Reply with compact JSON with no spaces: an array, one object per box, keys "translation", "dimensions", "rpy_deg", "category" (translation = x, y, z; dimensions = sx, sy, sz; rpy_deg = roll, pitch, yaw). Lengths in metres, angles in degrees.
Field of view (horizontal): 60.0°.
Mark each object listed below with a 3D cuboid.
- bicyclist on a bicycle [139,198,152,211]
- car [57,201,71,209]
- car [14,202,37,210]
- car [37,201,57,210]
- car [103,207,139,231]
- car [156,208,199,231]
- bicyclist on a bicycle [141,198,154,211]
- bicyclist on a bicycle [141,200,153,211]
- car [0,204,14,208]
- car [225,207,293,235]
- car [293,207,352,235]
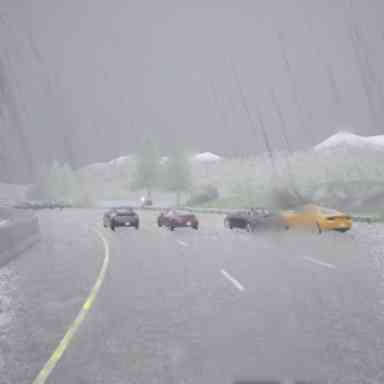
[{"translation":[-7.450,2.043,53.559],"dimensions":[0.582,1.620,1.656],"rpy_deg":[0,-24,44],"category":"bicyclist on a bicycle"},{"translation":[-24.597,2.468,62.856],"dimensions":[4.902,1.511,2.128],"rpy_deg":[-1,-1,44],"category":"car"},{"translation":[-29.436,2.479,57.798],"dimensions":[4.902,1.511,2.128],"rpy_deg":[-1,-1,44],"category":"car"},{"translation":[-26.996,2.363,60.308],"dimensions":[4.553,1.767,2.097],"rpy_deg":[-1,-1,44],"category":"car"},{"translation":[-5.029,1.823,23.227],"dimensions":[2.128,1.511,4.902],"rpy_deg":[0,-1,-23],"category":"car"},{"translation":[-1.041,1.807,22.712],"dimensions":[1.812,1.442,4.674],"rpy_deg":[0,-1,-21],"category":"car"},{"translation":[-7.084,2.034,53.197],"dimensions":[0.582,1.620,1.656],"rpy_deg":[-2,-24,43],"category":"bicyclist on a bicycle"},{"translation":[-6.682,2.028,52.787],"dimensions":[0.582,1.620,1.656],"rpy_deg":[0,-21,45],"category":"bicyclist on a bicycle"},{"translation":[-31.876,2.583,55.289],"dimensions":[4.718,1.301,1.895],"rpy_deg":[-1,-1,44],"category":"car"},{"translation":[3.644,1.698,20.363],"dimensions":[2.128,1.511,4.902],"rpy_deg":[0,-1,-19],"category":"car"},{"translation":[7.353,1.645,20.328],"dimensions":[1.882,1.535,5.008],"rpy_deg":[0,-1,-18],"category":"car"}]
